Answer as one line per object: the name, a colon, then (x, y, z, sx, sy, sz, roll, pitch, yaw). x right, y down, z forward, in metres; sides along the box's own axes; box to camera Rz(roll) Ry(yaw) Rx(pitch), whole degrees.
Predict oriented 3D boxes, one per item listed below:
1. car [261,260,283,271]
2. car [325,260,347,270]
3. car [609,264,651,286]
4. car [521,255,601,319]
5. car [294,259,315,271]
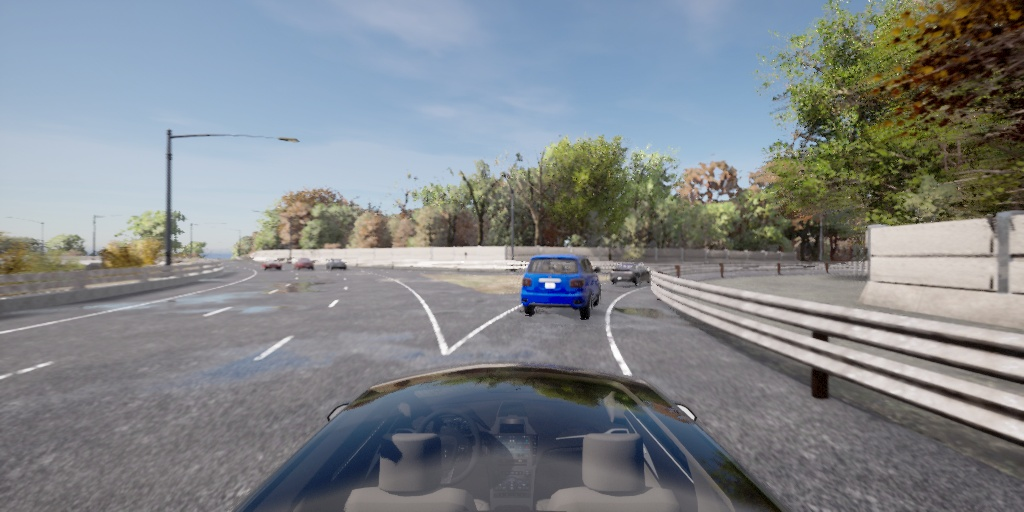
car: (-29.970, 1.156, 44.692, 1.895, 1.301, 4.718, 0, 0, -39)
car: (-23.283, 1.159, 47.435, 1.994, 1.385, 4.181, 0, 0, -37)
car: (8.649, 1.288, 25.660, 2.128, 1.511, 4.902, 0, 0, 39)
car: (1.979, 0.980, 13.266, 2.150, 2.045, 5.566, 0, 0, 18)
car: (-26.848, 1.100, 46.333, 1.812, 1.442, 4.674, 0, 0, -39)
